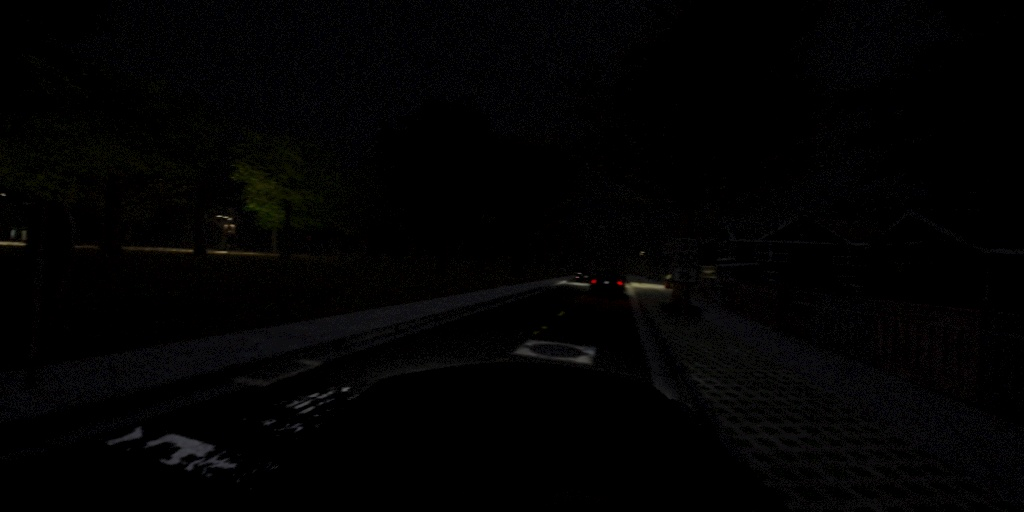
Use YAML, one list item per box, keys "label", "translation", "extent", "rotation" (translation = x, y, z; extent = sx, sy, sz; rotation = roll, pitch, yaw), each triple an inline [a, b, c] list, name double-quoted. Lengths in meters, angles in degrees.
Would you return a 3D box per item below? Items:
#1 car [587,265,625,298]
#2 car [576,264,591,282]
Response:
- label: "car"
  translation: [6.613, 1.773, 24.710]
  extent: [2.097, 1.767, 4.553]
  rotation: [3, -1, 17]
- label: "car"
  translation: [8.883, 1.990, 41.747]
  extent: [2.150, 2.045, 5.566]
  rotation: [3, -1, 17]
